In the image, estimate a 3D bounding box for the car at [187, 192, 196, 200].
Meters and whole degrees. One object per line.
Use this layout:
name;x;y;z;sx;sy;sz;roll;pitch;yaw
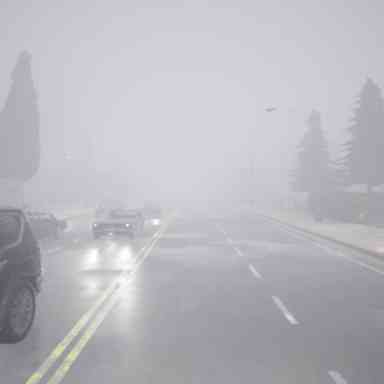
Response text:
car;-0.068;0.925;82.590;2.150;2.045;5.566;0;0;0

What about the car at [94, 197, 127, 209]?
car;-7.023;1.286;29.173;2.097;1.767;4.553;0;0;0

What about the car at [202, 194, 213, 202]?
car;3.441;1.326;72.129;2.128;1.511;4.902;0;0;0

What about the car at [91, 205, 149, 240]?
car;-3.590;1.556;17.005;1.895;1.301;4.718;0;0;0

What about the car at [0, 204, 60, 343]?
car;-3.602;1.212;3.490;2.150;2.045;5.566;0;0;0

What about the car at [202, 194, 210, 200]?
car;3.432;1.177;82.564;1.882;1.535;5.008;0;0;0

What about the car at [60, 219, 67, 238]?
car;-7.097;1.565;14.226;1.895;1.301;4.718;0;0;0

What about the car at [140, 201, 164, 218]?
car;-3.523;1.487;29.146;1.994;1.385;4.181;0;0;0
